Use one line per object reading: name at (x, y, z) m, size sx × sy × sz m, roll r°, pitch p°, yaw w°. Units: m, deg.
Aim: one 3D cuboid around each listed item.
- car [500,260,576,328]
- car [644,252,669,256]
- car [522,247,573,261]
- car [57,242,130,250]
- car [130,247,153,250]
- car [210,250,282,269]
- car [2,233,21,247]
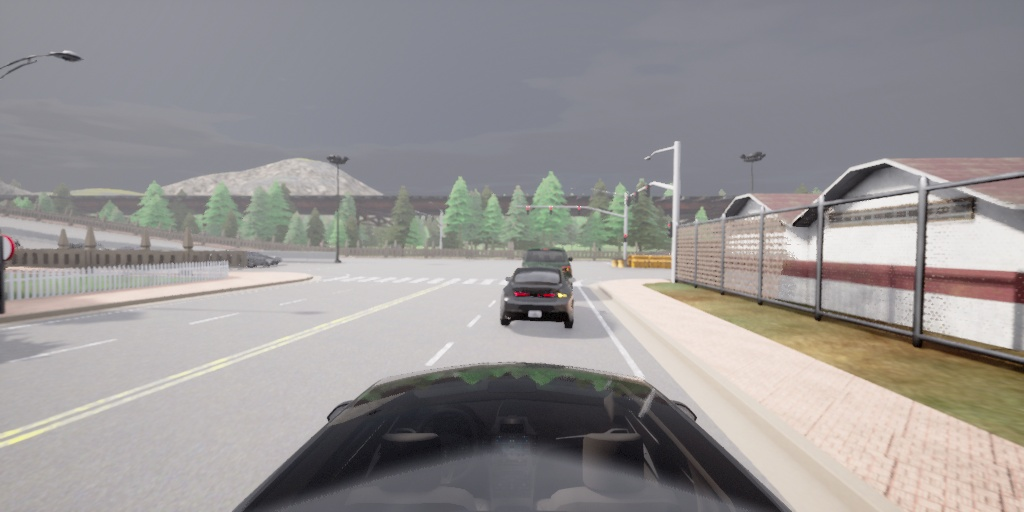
car at (0.799, 1.034, 10.538) m, size 1.837 × 1.490 × 4.892 m, roll 1°, pitch 1°, yaw 7°
car at (17.791, 0.311, 44.997) m, size 5.008 × 1.535 × 1.882 m, roll 1°, pitch 1°, yaw 4°
car at (1.612, 0.607, 16.531) m, size 2.150 × 2.045 × 5.566 m, roll 1°, pitch 1°, yaw 7°
car at (-37.098, -0.333, 31.514) m, size 4.553 × 1.767 × 2.097 m, roll 3°, pitch 2°, yaw 5°
car at (-36.460, -0.206, 34.975) m, size 5.357 × 1.411 × 2.033 m, roll 3°, pitch 2°, yaw 5°
car at (-22.803, 0.244, 30.399) m, size 4.902 × 1.511 × 2.128 m, roll 1°, pitch 2°, yaw 5°
car at (-52.911, -1.772, 36.366) m, size 4.892 × 1.490 × 1.837 m, roll 8°, pitch 2°, yaw 5°
